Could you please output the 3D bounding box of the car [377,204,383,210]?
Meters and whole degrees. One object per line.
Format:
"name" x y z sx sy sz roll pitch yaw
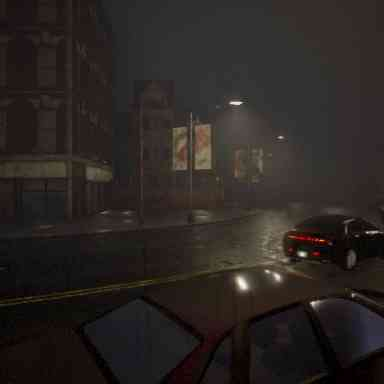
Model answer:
"car" 15.020 1.482 24.727 2.128 1.511 4.902 0 0 27

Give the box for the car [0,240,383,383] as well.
"car" 0.765 1.546 3.310 5.357 1.411 2.033 0 0 -32

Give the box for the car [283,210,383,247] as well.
"car" 4.880 1.498 10.848 4.892 1.490 1.837 1 0 -41
